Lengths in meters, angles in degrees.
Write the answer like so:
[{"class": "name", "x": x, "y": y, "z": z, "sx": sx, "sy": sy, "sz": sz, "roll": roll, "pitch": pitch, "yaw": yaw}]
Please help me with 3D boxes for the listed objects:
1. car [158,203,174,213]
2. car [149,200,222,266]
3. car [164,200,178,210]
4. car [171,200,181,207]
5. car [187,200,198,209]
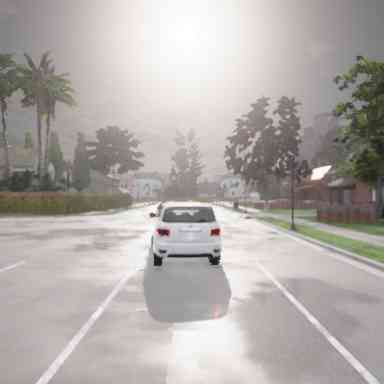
[{"class": "car", "x": -3.587, "y": 2.185, "z": 46.290, "sx": 1.895, "sy": 1.301, "sz": 4.718, "roll": 0, "pitch": -1, "yaw": 0}, {"class": "car", "x": -0.390, "y": 1.382, "z": 12.450, "sx": 2.150, "sy": 2.045, "sz": 5.566, "roll": 0, "pitch": -1, "yaw": -7}, {"class": "car", "x": -3.566, "y": 2.212, "z": 57.143, "sx": 2.128, "sy": 1.511, "sz": 4.902, "roll": 0, "pitch": -1, "yaw": 0}, {"class": "car", "x": -3.489, "y": 2.503, "z": 72.011, "sx": 1.895, "sy": 1.301, "sz": 4.718, "roll": 0, "pitch": -1, "yaw": 0}, {"class": "car", "x": 0.109, "y": 2.282, "z": 61.638, "sx": 1.837, "sy": 1.490, "sz": 4.892, "roll": 0, "pitch": -1, "yaw": 0}]
